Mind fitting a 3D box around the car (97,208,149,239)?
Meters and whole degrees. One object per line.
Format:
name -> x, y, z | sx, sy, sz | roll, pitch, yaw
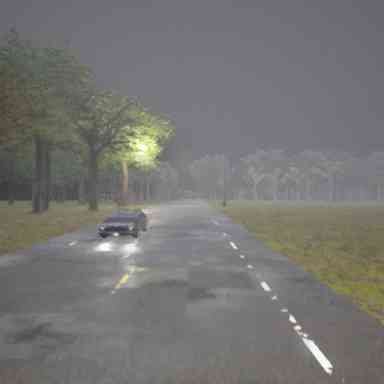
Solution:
car -> -3.489, 1.577, 17.930 | 2.033, 1.411, 5.357 | 0, 0, 0
